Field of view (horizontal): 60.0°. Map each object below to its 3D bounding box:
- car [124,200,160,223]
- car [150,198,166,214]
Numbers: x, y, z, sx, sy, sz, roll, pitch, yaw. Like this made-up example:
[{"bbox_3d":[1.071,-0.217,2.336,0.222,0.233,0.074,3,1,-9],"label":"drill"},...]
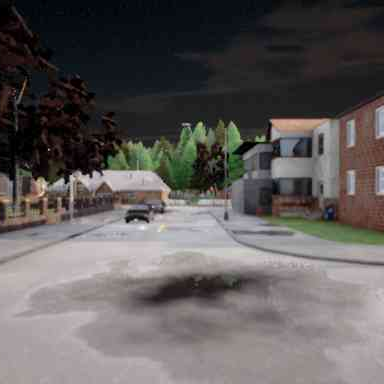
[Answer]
[{"bbox_3d":[-4.084,1.660,26.822,2.033,1.411,5.357,0,0,0],"label":"car"},{"bbox_3d":[-4.064,1.507,36.971,2.097,1.767,4.553,0,0,1],"label":"car"}]
